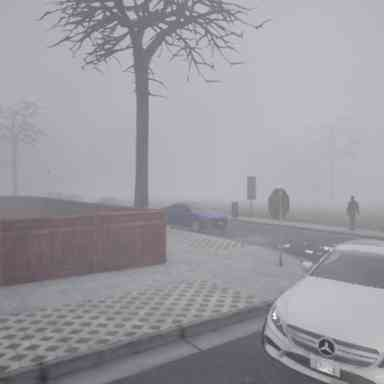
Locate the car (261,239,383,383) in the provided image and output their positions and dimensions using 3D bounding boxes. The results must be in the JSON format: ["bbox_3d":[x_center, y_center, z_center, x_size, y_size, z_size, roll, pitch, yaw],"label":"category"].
[{"bbox_3d":[2.898,1.550,5.215,1.812,1.442,4.674,2,1,41],"label":"car"}]

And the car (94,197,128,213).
[{"bbox_3d":[-7.089,1.173,28.940,1.812,1.442,4.674,0,1,-36],"label":"car"}]

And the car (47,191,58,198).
[{"bbox_3d":[-23.056,0.655,56.031,1.837,1.490,4.892,0,1,-36],"label":"car"}]

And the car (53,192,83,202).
[{"bbox_3d":[-14.568,1.047,39.316,1.895,1.301,4.718,0,1,-36],"label":"car"}]

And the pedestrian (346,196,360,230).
[{"bbox_3d":[8.418,1.073,17.492,0.375,1.860,0.375,1,-1,-36],"label":"pedestrian"}]

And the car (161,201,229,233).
[{"bbox_3d":[0.032,1.314,19.083,1.882,1.535,5.008,0,1,-36],"label":"car"}]

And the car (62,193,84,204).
[{"bbox_3d":[-17.171,0.877,47.881,1.994,1.385,4.181,0,1,-35],"label":"car"}]
